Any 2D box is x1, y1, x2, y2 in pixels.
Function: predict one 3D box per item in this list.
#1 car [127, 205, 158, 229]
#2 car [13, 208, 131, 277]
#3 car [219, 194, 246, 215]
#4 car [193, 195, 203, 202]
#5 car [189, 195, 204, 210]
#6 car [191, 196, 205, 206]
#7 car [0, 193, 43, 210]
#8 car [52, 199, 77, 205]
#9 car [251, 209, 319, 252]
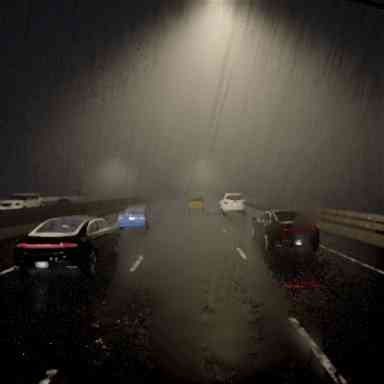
[{"bbox_3d":[-3.356,1.512,21.104,2.033,1.411,5.357,0,0,1],"label":"car"},{"bbox_3d":[-3.464,1.474,10.136,2.128,1.511,4.902,0,0,0],"label":"car"},{"bbox_3d":[3.944,1.172,32.770,2.150,2.045,5.566,0,0,1],"label":"car"},{"bbox_3d":[1.376,1.463,74.089,2.033,1.411,5.357,0,0,1],"label":"car"},{"bbox_3d":[0.560,1.398,41.365,1.801,1.575,5.366,0,0,1],"label":"car"},{"bbox_3d":[0.992,1.424,55.477,2.128,1.511,4.902,0,0,1],"label":"car"},{"bbox_3d":[-17.227,1.161,33.698,2.150,2.045,5.566,0,0,1],"label":"car"},{"bbox_3d":[-13.672,1.465,35.734,1.812,1.442,4.674,0,0,2],"label":"car"},{"bbox_3d":[3.675,1.482,13.778,1.837,1.490,4.892,0,0,0],"label":"car"}]
